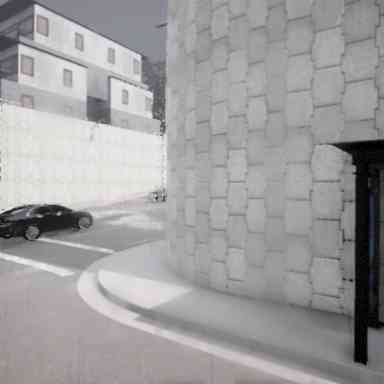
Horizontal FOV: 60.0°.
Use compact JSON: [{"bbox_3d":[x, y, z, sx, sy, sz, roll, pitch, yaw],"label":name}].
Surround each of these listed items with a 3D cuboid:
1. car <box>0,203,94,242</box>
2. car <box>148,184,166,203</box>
[{"bbox_3d":[-6.854,1.272,15.635,1.837,1.490,4.892,-3,2,29],"label":"car"},{"bbox_3d":[-1.802,-0.007,28.932,2.128,1.511,4.902,2,7,36],"label":"car"}]
